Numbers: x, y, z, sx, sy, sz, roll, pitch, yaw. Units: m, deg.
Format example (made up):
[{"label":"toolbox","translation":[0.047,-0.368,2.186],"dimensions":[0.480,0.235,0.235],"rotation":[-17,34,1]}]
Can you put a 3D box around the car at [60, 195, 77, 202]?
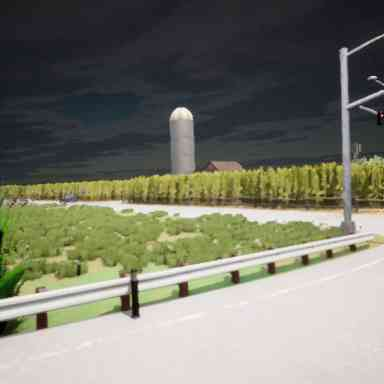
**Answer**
[{"label":"car","translation":[-21.900,1.213,58.993],"dimensions":[1.812,1.442,4.674],"rotation":[-3,2,-41]}]
